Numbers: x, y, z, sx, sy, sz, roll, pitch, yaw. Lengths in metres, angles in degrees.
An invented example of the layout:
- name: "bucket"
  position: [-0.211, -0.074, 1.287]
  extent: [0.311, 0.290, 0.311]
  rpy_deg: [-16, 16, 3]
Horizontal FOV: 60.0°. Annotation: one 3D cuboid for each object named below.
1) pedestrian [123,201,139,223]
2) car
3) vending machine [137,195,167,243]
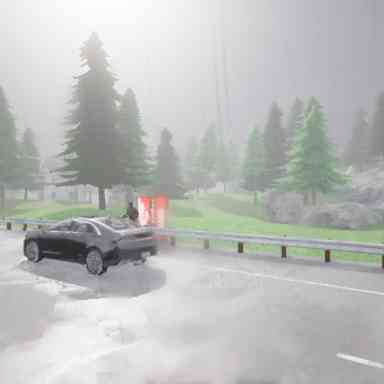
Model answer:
- name: "pedestrian"
  position: [-2.757, 1.293, 15.198]
  extent: [0.375, 1.860, 0.375]
  rpy_deg: [0, 0, 33]
- name: "car"
  position: [-3.257, 1.491, 10.329]
  extent: [4.902, 1.511, 2.128]
  rpy_deg: [0, 0, 33]
- name: "vending machine"
  position: [-1.855, 1.195, 15.373]
  extent: [0.880, 2.100, 1.100]
  rpy_deg: [0, 0, 33]
